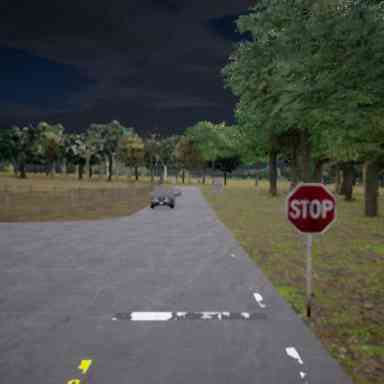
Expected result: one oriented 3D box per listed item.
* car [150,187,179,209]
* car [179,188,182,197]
[{"bbox_3d":[-2.742,0.544,32.435,2.150,2.045,5.566,0,2,0],"label":"car"},{"bbox_3d":[-2.738,0.007,55.348,2.128,1.511,4.902,0,2,0],"label":"car"}]
